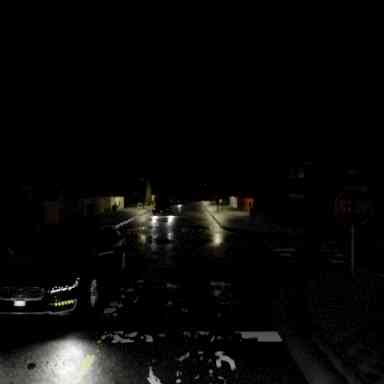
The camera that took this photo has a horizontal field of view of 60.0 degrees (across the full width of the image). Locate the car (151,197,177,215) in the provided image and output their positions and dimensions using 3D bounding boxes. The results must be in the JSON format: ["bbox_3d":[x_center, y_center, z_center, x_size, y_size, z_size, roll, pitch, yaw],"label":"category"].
[{"bbox_3d":[-2.821,1.515,32.816,1.837,1.490,4.892,0,0,0],"label":"car"}]

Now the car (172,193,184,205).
[{"bbox_3d":[-2.877,1.452,57.175,1.837,1.490,4.892,0,0,0],"label":"car"}]

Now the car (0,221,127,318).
[{"bbox_3d":[-2.762,1.518,7.748,1.837,1.490,4.892,0,0,0],"label":"car"}]
